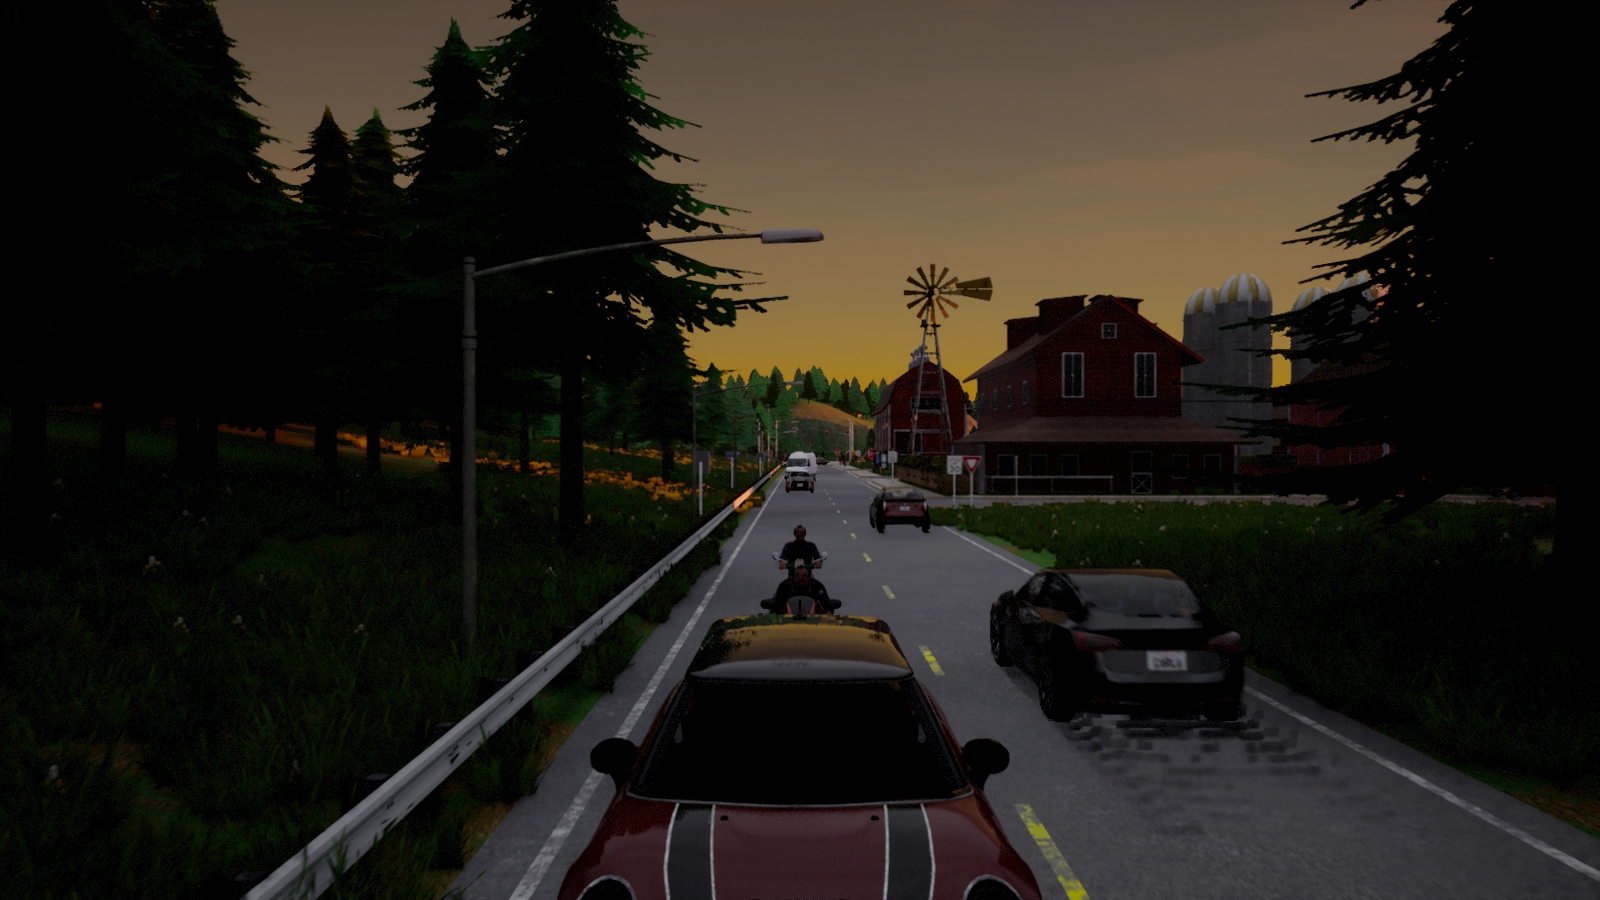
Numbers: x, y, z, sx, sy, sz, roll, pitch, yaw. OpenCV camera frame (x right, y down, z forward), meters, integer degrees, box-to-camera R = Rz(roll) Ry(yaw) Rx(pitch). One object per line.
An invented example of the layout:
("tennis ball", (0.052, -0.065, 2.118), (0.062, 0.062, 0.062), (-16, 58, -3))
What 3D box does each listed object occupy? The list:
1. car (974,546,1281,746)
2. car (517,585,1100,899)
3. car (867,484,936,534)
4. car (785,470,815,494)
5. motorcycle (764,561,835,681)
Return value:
("car", (3.472, 2.063, 13.238), (2.163, 1.488, 4.792), (0, 0, 0))
("car", (0.031, 1.906, 6.384), (2.097, 1.767, 4.553), (0, 0, 0))
("car", (3.496, 2.041, 40.210), (2.007, 1.525, 4.514), (0, 0, 0))
("car", (-0.003, 2.067, 75.296), (1.970, 1.475, 3.806), (0, 0, 0))
("motorcycle", (-0.002, 2.206, 15.098), (0.867, 1.251, 2.209), (0, 0, 0))
